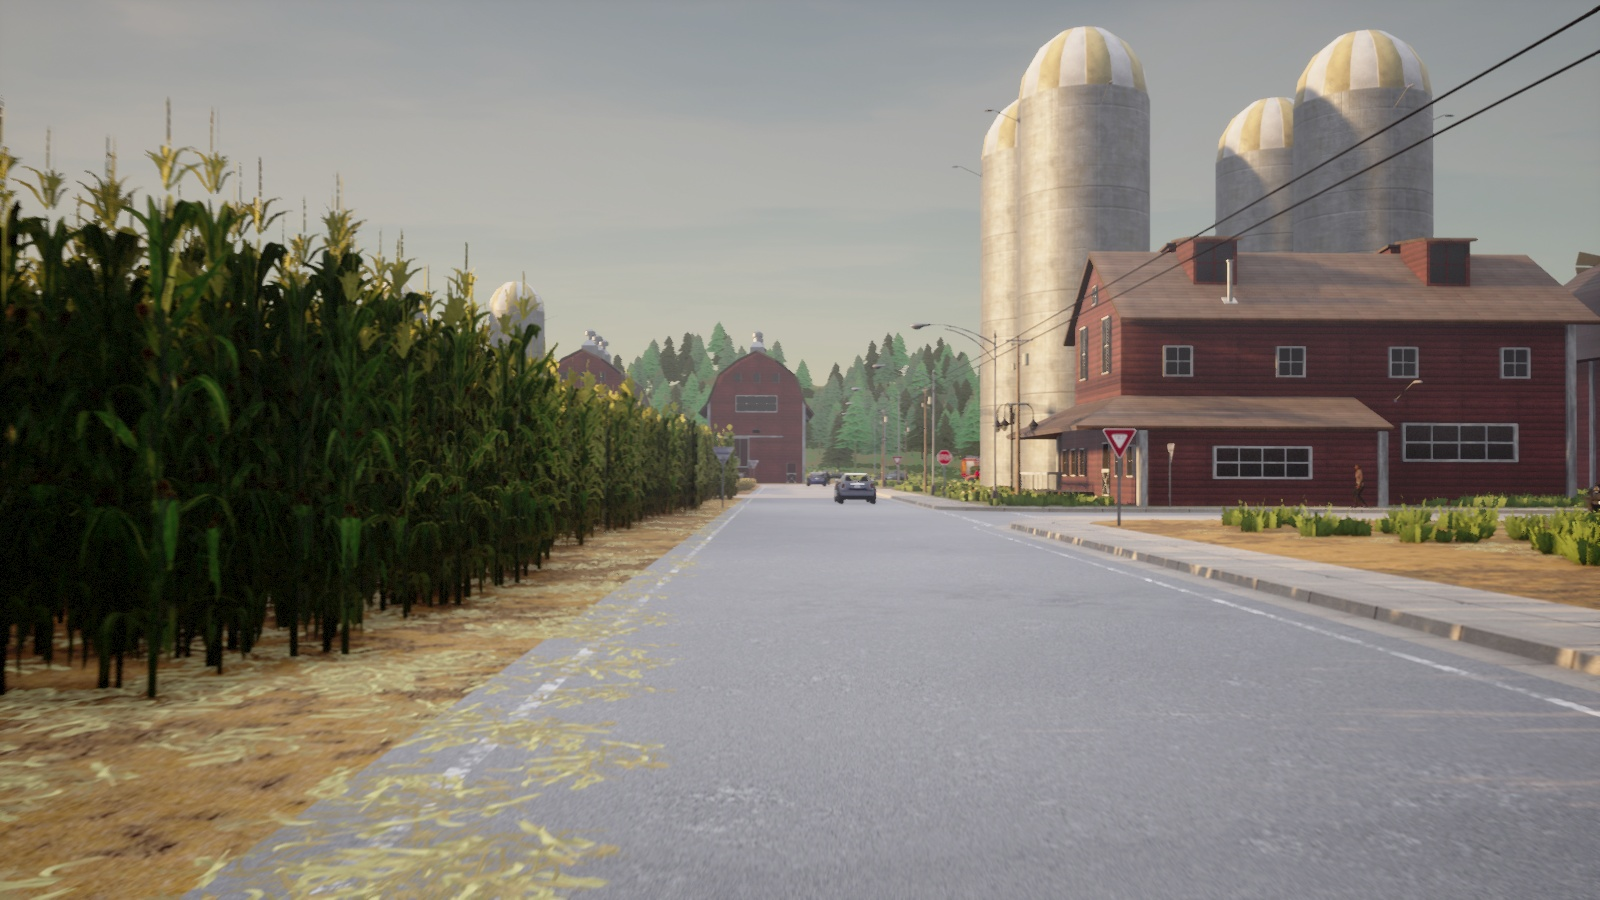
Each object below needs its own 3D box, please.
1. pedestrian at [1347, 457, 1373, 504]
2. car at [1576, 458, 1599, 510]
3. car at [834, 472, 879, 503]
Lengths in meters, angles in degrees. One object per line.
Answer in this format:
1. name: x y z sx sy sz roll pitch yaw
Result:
1. pedestrian: 22.002 1.194 49.319 0.869 1.805 0.328 0 -1 0
2. car: 30.845 1.236 45.821 3.866 1.878 1.905 0 -1 -2
3. car: 2.747 1.806 61.981 1.970 1.475 3.806 0 -1 -1
